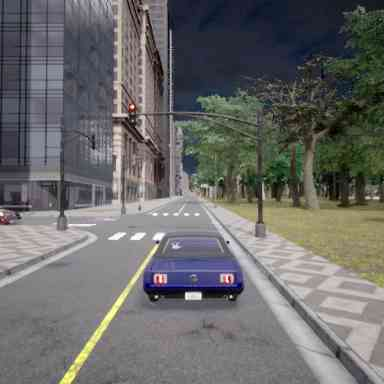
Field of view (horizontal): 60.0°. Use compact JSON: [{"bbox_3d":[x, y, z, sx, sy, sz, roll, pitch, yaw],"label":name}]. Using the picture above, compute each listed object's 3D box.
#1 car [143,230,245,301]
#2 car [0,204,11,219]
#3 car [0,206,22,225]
[{"bbox_3d":[0.020,1.606,8.278,1.895,1.301,4.718,0,0,0],"label":"car"},{"bbox_3d":[-18.943,1.722,29.819,4.313,1.339,1.947,0,-1,0],"label":"car"},{"bbox_3d":[-13.497,1.369,21.296,4.097,1.590,1.967,0,-2,-1],"label":"car"}]
